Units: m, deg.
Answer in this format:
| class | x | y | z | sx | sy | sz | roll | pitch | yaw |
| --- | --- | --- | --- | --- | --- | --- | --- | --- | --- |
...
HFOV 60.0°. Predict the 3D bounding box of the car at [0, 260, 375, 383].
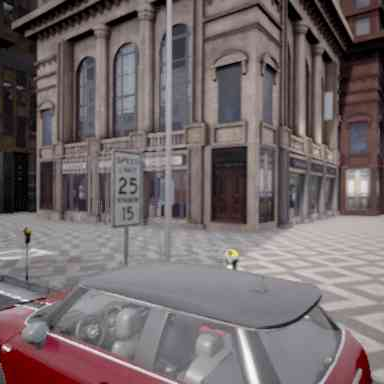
| class | x | y | z | sx | sy | sz | roll | pitch | yaw |
| --- | --- | --- | --- | --- | --- | --- | --- | --- | --- |
| car | -0.513 | 1.450 | 3.315 | 4.097 | 1.590 | 1.967 | 0 | 1 | 36 |
